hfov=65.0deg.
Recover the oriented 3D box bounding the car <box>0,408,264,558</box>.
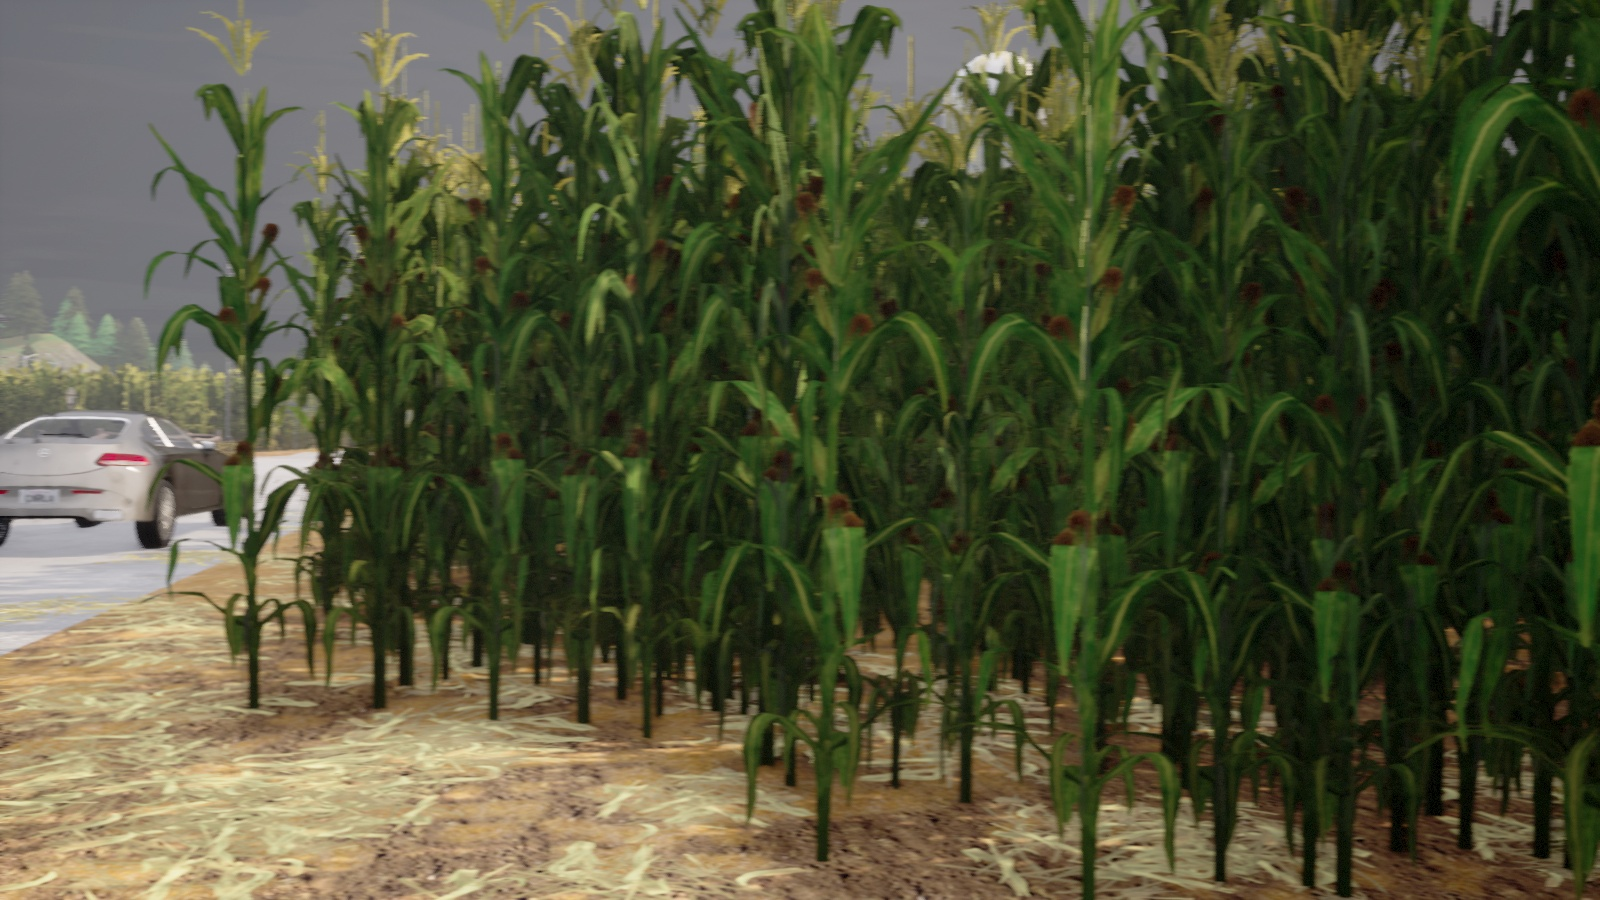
[{"bbox_3d":[-8.741,0.320,16.425,2.152,1.651,5.027,-1,1,-11],"label":"car"}]
